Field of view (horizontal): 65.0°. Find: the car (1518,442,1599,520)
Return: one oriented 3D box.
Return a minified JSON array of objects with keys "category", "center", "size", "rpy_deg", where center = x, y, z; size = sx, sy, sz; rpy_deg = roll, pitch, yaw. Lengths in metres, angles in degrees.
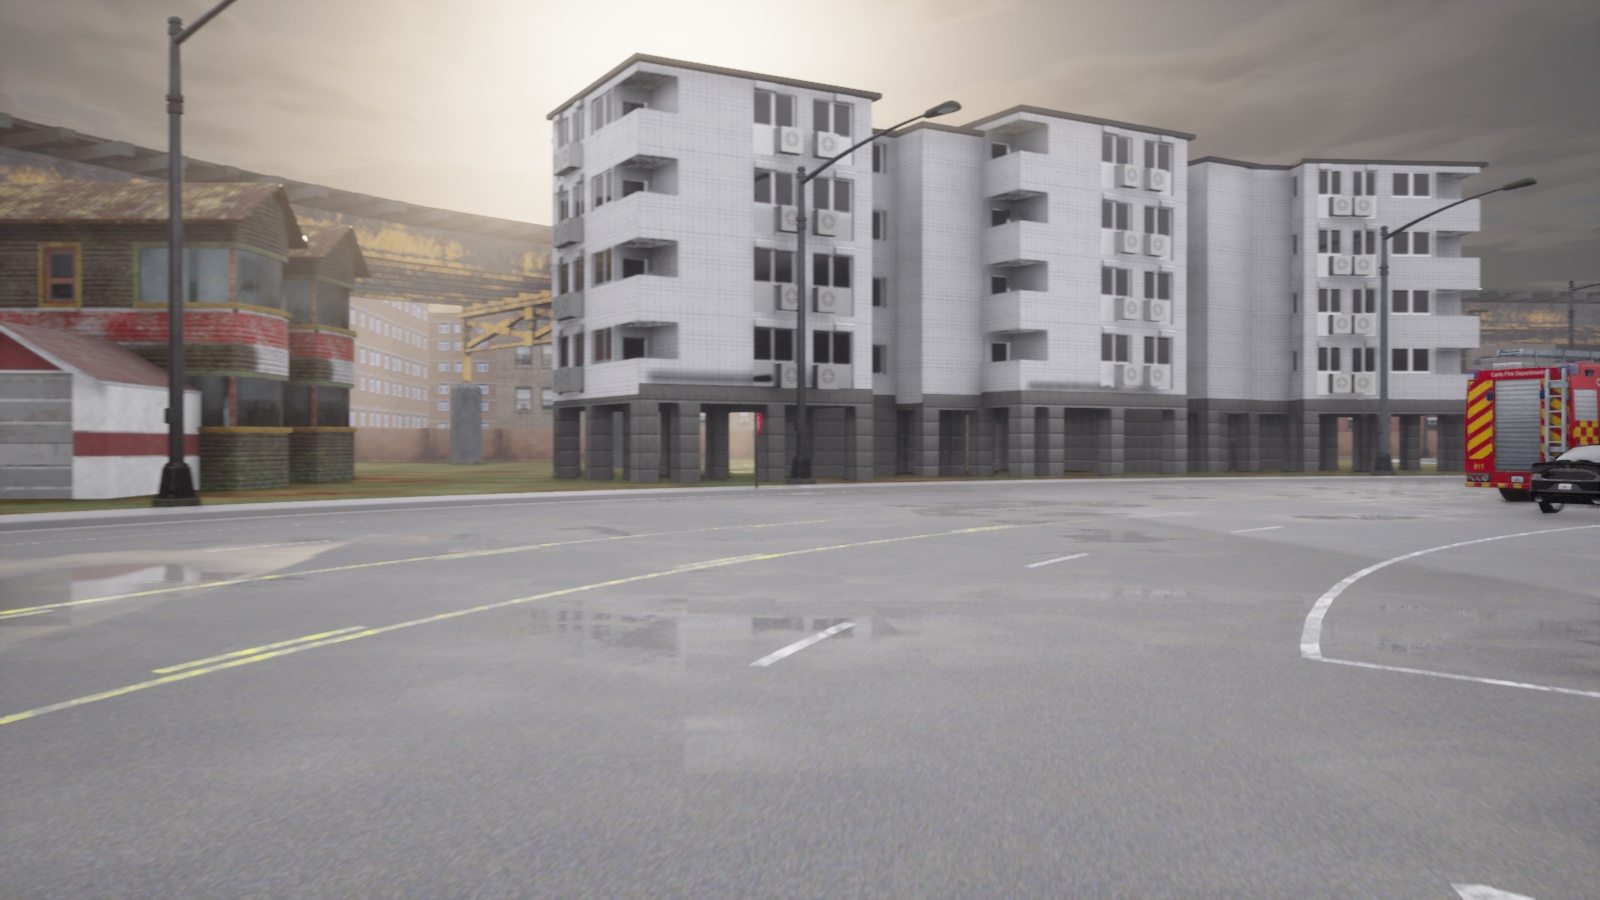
[{"category":"car","center":[17.581,0.610,26.649],"size":[5.008,1.535,1.882],"rpy_deg":[0,0,-31]}]

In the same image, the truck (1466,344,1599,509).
[{"category":"truck","center":[21.379,-0.557,32.321],"size":[8.468,3.827,2.891],"rpy_deg":[0,0,-24]}]
